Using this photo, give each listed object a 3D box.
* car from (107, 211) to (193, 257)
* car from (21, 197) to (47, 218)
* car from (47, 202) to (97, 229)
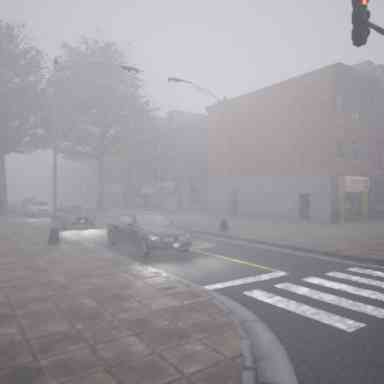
[{"bbox_3d":[-1.857,1.512,13.103,1.812,1.442,4.674,1,0,-35],"label":"car"},{"bbox_3d":[-13.894,1.488,30.221,1.812,1.442,4.674,1,0,-35],"label":"car"},{"bbox_3d":[-7.613,1.535,21.288,1.994,1.385,4.181,1,0,-35],"label":"car"}]
